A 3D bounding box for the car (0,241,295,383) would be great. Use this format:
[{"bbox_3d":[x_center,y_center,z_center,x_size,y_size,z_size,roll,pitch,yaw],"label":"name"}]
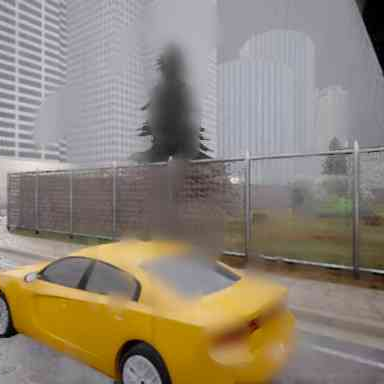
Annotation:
[{"bbox_3d":[-1.094,1.480,4.887,5.008,1.535,1.882,0,0,36],"label":"car"}]
